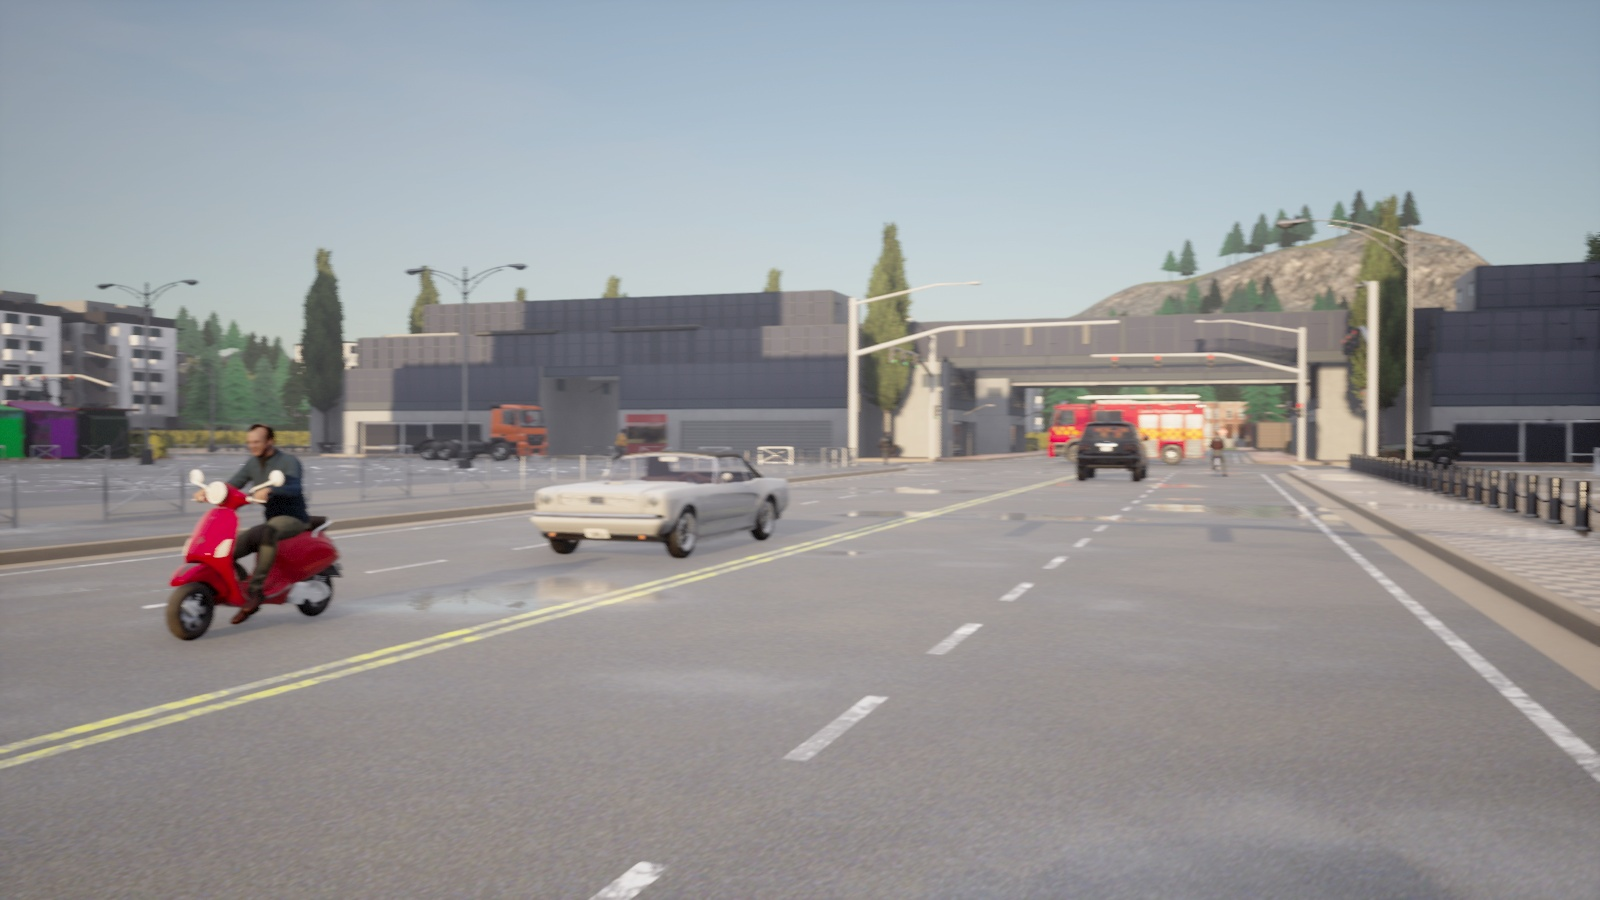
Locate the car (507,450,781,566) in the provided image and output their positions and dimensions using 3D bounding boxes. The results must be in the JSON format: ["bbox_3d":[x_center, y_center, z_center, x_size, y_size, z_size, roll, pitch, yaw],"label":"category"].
[{"bbox_3d":[-1.915,0.674,17.127,1.895,1.301,4.718,0,1,18],"label":"car"}]

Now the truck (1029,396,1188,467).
[{"bbox_3d":[17.233,-1.046,70.118,8.468,3.827,2.891,0,1,18],"label":"truck"}]

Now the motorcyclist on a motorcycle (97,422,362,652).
[{"bbox_3d":[-4.327,0.592,9.694,0.866,1.590,1.817,0,1,18],"label":"motorcyclist on a motorcycle"}]

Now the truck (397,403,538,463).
[{"bbox_3d":[-19.952,-1.040,75.366,7.936,3.462,2.891,0,1,20],"label":"truck"}]

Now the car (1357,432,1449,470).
[{"bbox_3d":[29.919,0.032,62.413,3.866,1.878,1.905,0,1,18],"label":"car"}]

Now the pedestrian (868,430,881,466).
[{"bbox_3d":[3.869,-0.095,65.348,0.563,1.883,0.849,0,1,12],"label":"pedestrian"}]

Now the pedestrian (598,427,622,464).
[{"bbox_3d":[-9.678,-0.252,63.887,0.900,1.855,0.874,0,1,20],"label":"pedestrian"}]

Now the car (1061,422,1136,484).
[{"bbox_3d":[10.627,0.067,44.423,2.150,2.045,5.566,0,1,18],"label":"car"}]
